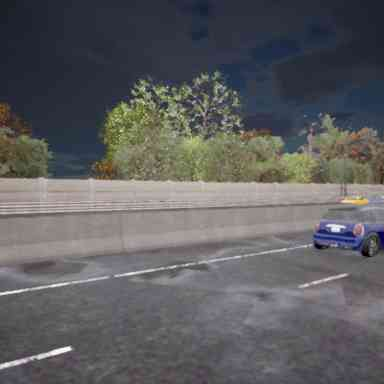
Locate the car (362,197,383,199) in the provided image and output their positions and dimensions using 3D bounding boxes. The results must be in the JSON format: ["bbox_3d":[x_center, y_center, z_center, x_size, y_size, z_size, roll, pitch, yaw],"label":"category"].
[{"bbox_3d":[24.441,1.398,42.913,5.008,1.535,1.882,0,0,-35],"label":"car"}]

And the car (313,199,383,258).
[{"bbox_3d":[6.783,1.330,12.910,4.553,1.767,2.097,0,0,-35],"label":"car"}]

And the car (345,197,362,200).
[{"bbox_3d":[22.420,1.398,45.764,5.008,1.535,1.882,0,0,-35],"label":"car"}]
